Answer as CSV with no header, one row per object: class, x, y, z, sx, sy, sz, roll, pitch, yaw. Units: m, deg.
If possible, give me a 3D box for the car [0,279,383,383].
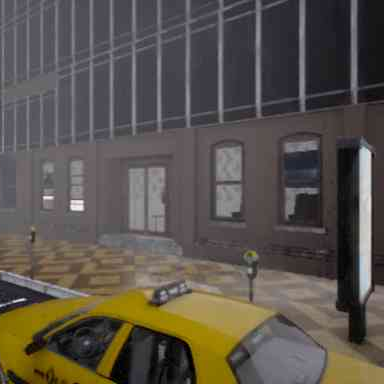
car,-0.411,1.524,3.168,4.829,1.417,1.752,0,0,36
